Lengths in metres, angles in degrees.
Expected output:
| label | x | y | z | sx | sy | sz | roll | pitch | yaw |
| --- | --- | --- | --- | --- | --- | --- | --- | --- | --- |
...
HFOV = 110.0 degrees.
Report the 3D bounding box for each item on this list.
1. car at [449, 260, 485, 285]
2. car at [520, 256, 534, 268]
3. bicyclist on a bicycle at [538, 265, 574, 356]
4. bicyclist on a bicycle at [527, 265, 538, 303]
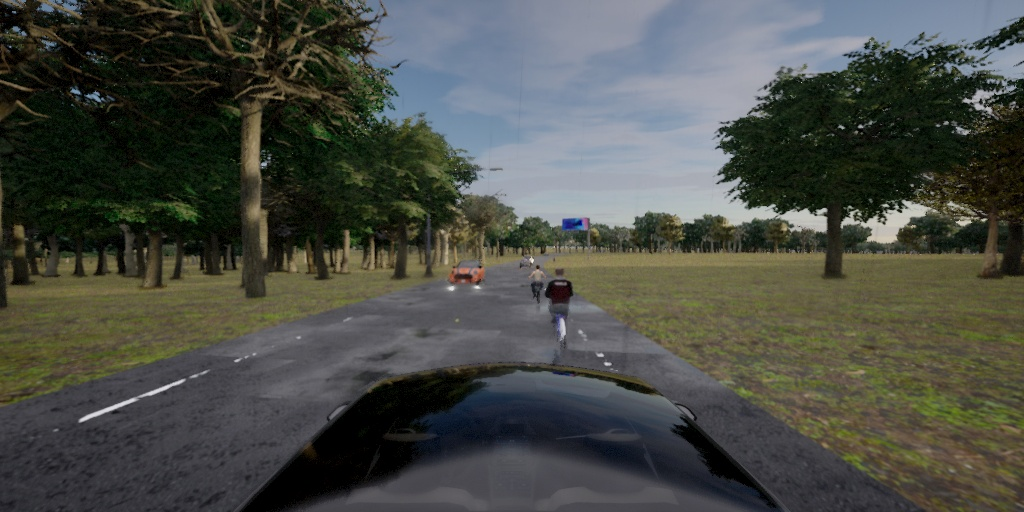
| label | x | y | z | sx | sy | sz | roll | pitch | yaw |
| --- | --- | --- | --- | --- | --- | --- | --- | --- | --- |
| car | -3.178 | 1.111 | 26.230 | 2.097 | 1.767 | 4.553 | 0 | 0 | 2 |
| car | 2.322 | 1.222 | 60.883 | 2.128 | 1.511 | 4.902 | 0 | 0 | 4 |
| bicyclist on a bicycle | 1.005 | 1.119 | 7.738 | 0.659 | 1.776 | 1.843 | 0 | 0 | 0 |
| bicyclist on a bicycle | 1.102 | 1.189 | 15.510 | 0.866 | 1.612 | 1.509 | 0 | 0 | 1 |
